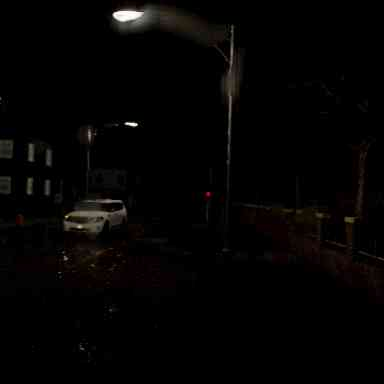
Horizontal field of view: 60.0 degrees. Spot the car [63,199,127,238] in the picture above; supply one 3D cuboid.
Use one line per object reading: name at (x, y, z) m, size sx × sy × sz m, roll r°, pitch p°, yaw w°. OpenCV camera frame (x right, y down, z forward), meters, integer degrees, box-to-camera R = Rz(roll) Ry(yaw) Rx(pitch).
car at (-5.460, 1.460, 19.560) m, size 2.150 × 2.045 × 5.566 m, roll 2°, pitch -1°, yaw 5°
